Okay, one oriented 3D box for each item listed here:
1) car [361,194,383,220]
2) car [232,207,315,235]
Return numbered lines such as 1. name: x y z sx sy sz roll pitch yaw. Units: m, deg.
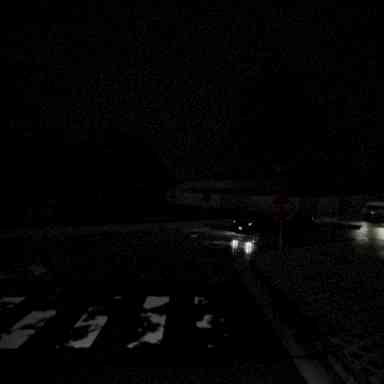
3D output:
1. car: 15.840 1.171 26.475 5.566 2.045 2.150 -1 2 -34
2. car: 4.990 1.611 19.931 5.357 1.411 2.033 -1 2 -30
